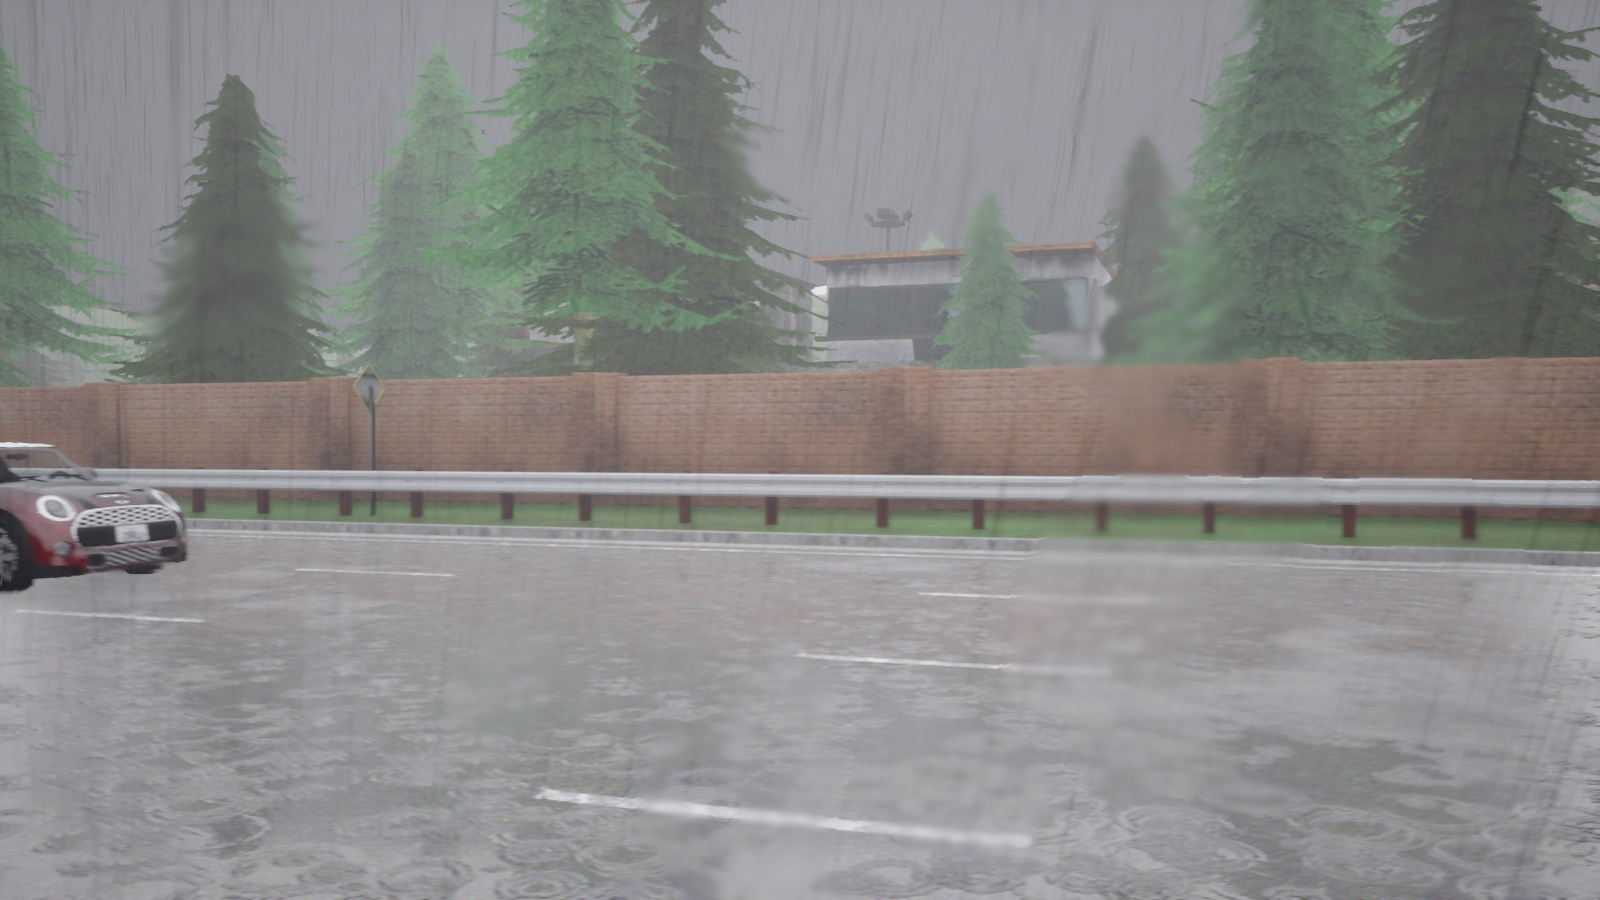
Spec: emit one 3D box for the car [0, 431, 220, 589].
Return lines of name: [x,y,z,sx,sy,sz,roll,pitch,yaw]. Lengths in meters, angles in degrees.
car: [-8.478,0.545,13.428,3.806,1.475,1.970,1,1,19]
